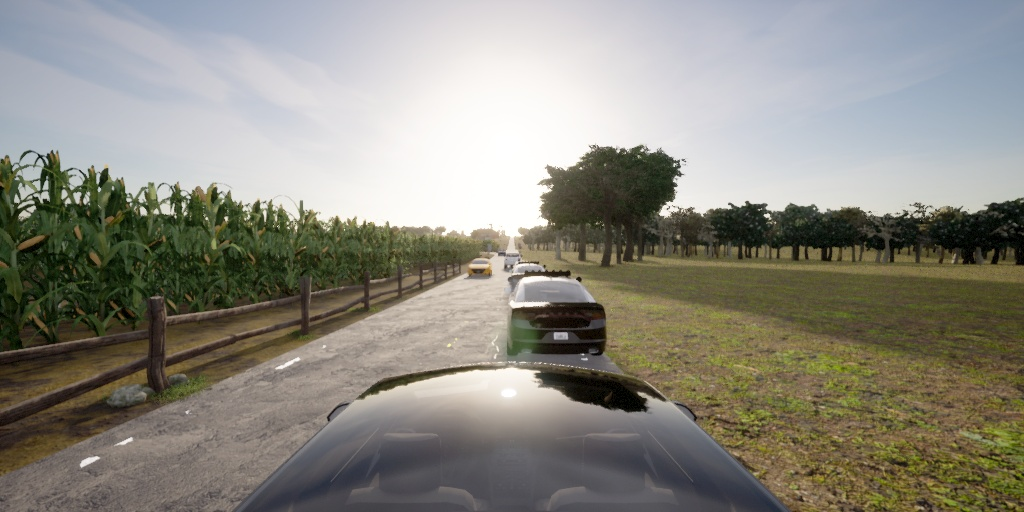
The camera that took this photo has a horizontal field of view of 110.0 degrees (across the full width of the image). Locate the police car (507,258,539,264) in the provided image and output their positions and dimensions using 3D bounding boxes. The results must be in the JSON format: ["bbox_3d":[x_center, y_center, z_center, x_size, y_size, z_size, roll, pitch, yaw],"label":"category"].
[{"bbox_3d":[0.865,1.087,18.722,1.930,1.638,5.238,0,0,0],"label":"police car"}]

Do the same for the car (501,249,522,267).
[{"bbox_3d":[0.128,0.522,46.064,2.150,2.045,5.566,0,1,1],"label":"car"}]

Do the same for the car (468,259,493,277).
[{"bbox_3d":[-2.779,1.004,32.036,1.882,1.535,5.008,0,1,0],"label":"car"}]

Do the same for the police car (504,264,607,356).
[{"bbox_3d":[0.843,1.153,8.720,1.930,1.638,5.238,0,0,0],"label":"police car"}]
